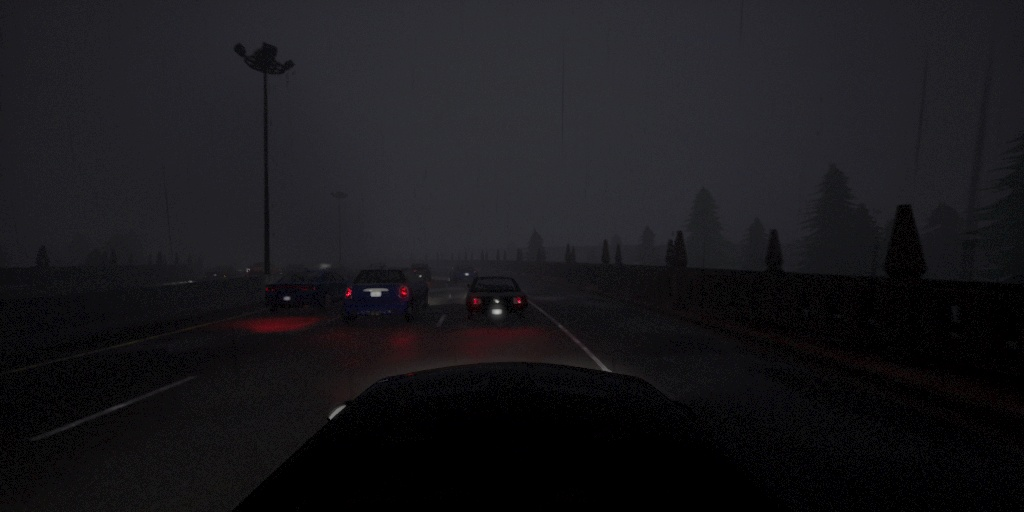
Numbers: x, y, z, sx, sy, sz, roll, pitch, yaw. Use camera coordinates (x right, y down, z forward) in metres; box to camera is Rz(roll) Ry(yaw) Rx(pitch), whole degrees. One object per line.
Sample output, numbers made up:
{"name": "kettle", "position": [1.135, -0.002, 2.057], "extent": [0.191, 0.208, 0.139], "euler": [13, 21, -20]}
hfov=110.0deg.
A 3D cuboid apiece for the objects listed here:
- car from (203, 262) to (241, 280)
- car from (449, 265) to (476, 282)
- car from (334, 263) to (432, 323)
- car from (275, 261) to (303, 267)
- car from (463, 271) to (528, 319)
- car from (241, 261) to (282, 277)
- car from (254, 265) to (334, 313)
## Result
{"name": "car", "position": [-28.329, 1.592, 35.095], "extent": [1.994, 1.385, 4.181], "euler": [0, 0, -24]}
{"name": "car", "position": [-4.037, 1.395, 29.783], "extent": [1.994, 1.385, 4.181], "euler": [0, 0, -16]}
{"name": "car", "position": [-4.230, 1.145, 12.654], "extent": [2.097, 1.767, 4.553], "euler": [0, 0, -6]}
{"name": "car", "position": [-19.986, 1.479, 33.143], "extent": [1.812, 1.442, 4.674], "euler": [0, 0, -21]}
{"name": "car", "position": [-0.675, 1.377, 12.881], "extent": [1.895, 1.301, 4.718], "euler": [0, 0, -6]}
{"name": "car", "position": [-24.742, 1.351, 35.609], "extent": [2.097, 1.767, 4.553], "euler": [0, 0, -24]}
{"name": "car", "position": [-7.966, 1.296, 14.638], "extent": [1.882, 1.535, 5.008], "euler": [0, 0, -7]}
